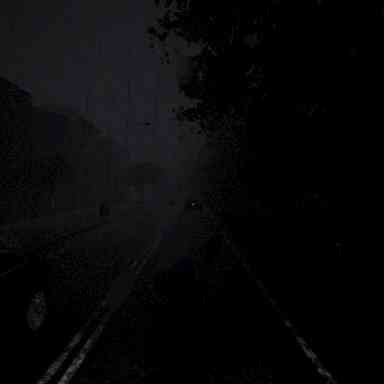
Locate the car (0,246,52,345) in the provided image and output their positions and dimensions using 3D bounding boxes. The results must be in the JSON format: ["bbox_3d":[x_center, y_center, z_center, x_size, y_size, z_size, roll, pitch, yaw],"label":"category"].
[{"bbox_3d":[-3.350,1.472,3.876,2.128,1.511,4.902,0,0,0],"label":"car"}]

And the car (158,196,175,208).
[{"bbox_3d":[-3.335,1.283,44.148,1.812,1.442,4.674,0,1,0],"label":"car"}]

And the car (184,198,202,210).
[{"bbox_3d":[0.104,1.352,38.666,1.994,1.385,4.181,0,0,0],"label":"car"}]
